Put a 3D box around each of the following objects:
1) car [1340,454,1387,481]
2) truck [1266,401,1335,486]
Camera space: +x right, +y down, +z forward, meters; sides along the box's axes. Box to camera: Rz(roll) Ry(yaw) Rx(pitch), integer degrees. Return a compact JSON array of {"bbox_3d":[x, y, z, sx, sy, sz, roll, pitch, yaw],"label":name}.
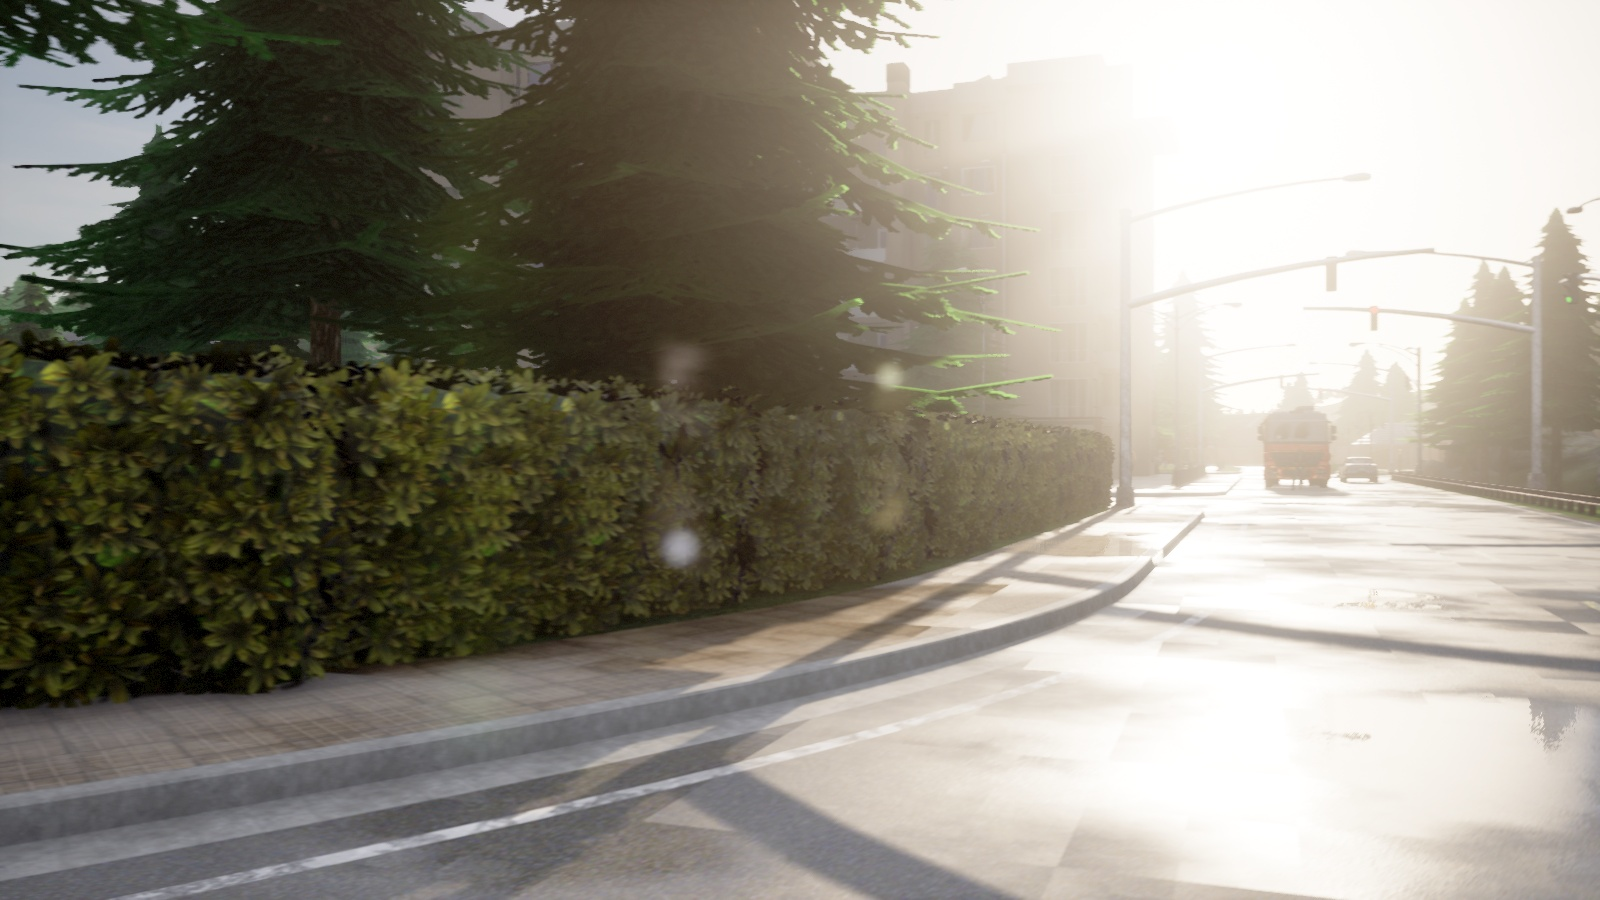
[{"bbox_3d":[31.170,0.957,69.636,2.033,1.411,5.357,0,0,21],"label":"car"},{"bbox_3d":[24.047,-0.267,60.602,2.891,3.827,8.468,0,0,21],"label":"truck"}]
